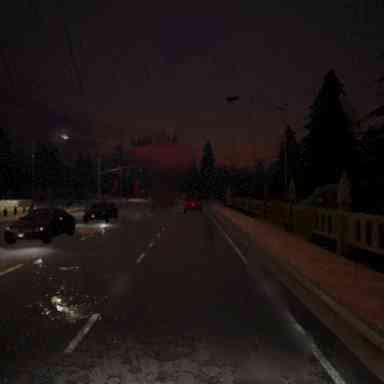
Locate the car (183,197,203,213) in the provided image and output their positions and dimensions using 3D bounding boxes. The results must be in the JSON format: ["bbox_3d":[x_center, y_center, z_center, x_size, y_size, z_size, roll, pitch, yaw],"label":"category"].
[{"bbox_3d":[0.120,1.356,37.601,2.097,1.767,4.553,0,0,0],"label":"car"}]

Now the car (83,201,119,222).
[{"bbox_3d":[-7.064,1.509,26.163,1.837,1.490,4.892,0,0,0],"label":"car"}]

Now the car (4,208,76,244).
[{"bbox_3d":[-7.077,1.529,16.069,1.812,1.442,4.674,0,0,0],"label":"car"}]

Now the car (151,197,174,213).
[{"bbox_3d":[-3.377,1.553,36.389,2.033,1.411,5.357,0,0,0],"label":"car"}]

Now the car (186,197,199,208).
[{"bbox_3d":[0.045,1.531,48.024,1.812,1.442,4.674,0,0,1],"label":"car"}]
